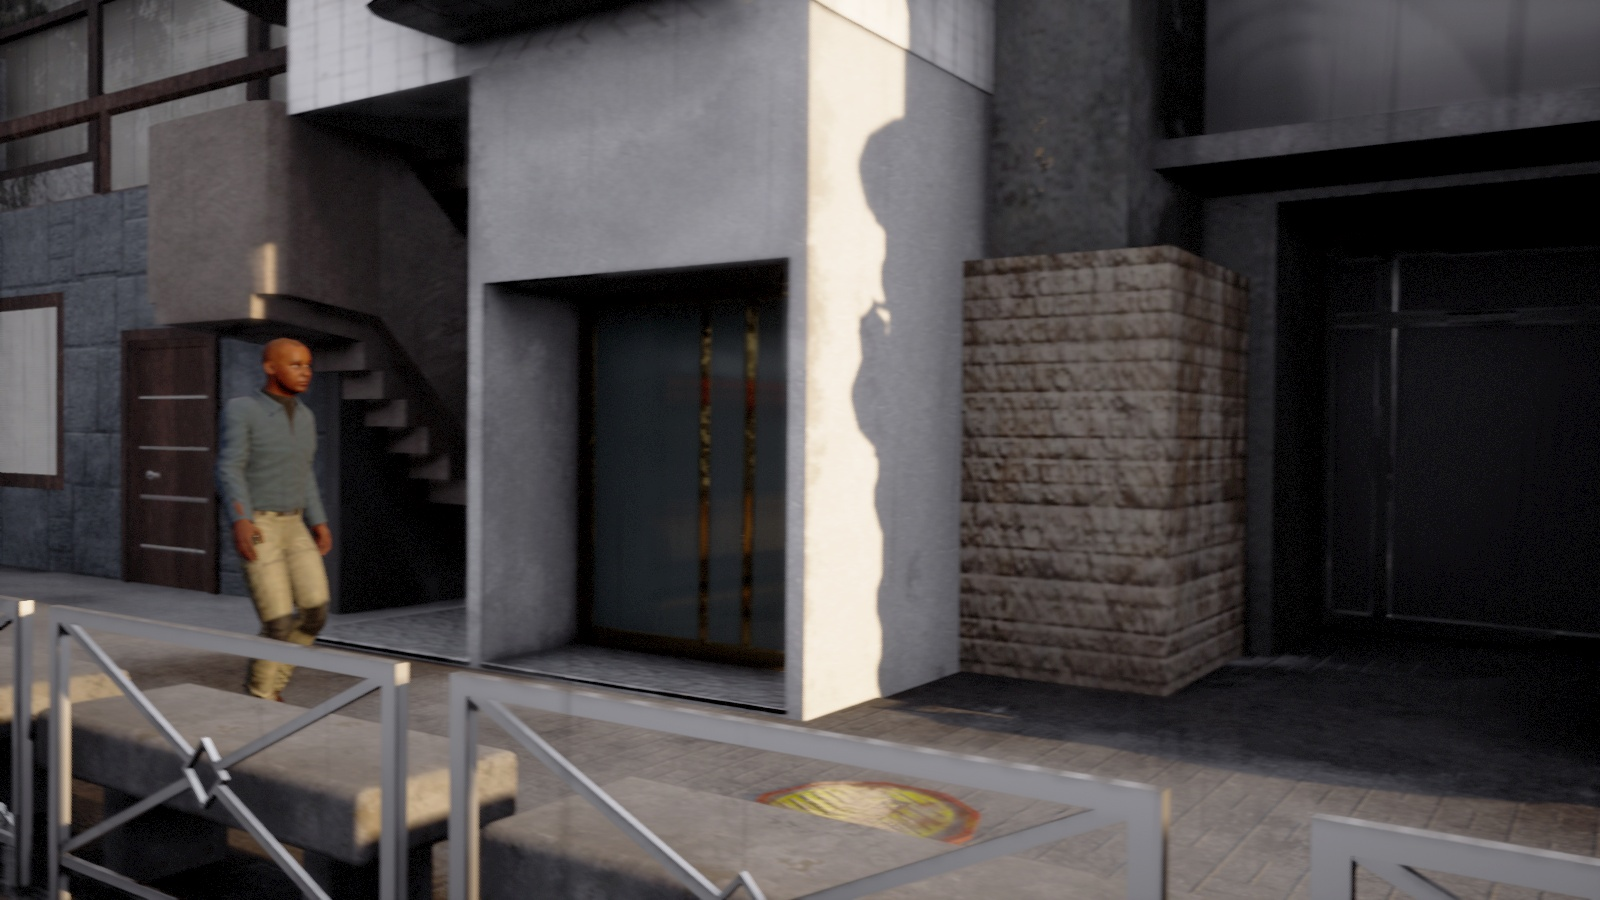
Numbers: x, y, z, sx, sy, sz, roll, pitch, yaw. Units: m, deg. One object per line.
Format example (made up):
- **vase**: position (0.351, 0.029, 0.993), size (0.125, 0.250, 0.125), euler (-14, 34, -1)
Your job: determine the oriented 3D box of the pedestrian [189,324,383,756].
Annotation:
- **pedestrian**: position (-2.302, 0.382, 5.633), size (0.726, 1.835, 0.370), euler (0, 1, 22)
